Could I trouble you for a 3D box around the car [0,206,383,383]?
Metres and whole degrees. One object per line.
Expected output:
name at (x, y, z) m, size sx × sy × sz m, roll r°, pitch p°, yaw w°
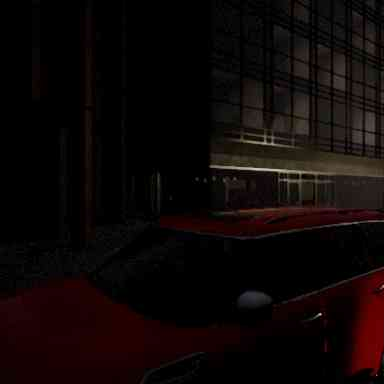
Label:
car at (0.432, 1.217, 3.564) m, size 5.566 × 2.045 × 2.150 m, roll 0°, pitch 0°, yaw -36°
